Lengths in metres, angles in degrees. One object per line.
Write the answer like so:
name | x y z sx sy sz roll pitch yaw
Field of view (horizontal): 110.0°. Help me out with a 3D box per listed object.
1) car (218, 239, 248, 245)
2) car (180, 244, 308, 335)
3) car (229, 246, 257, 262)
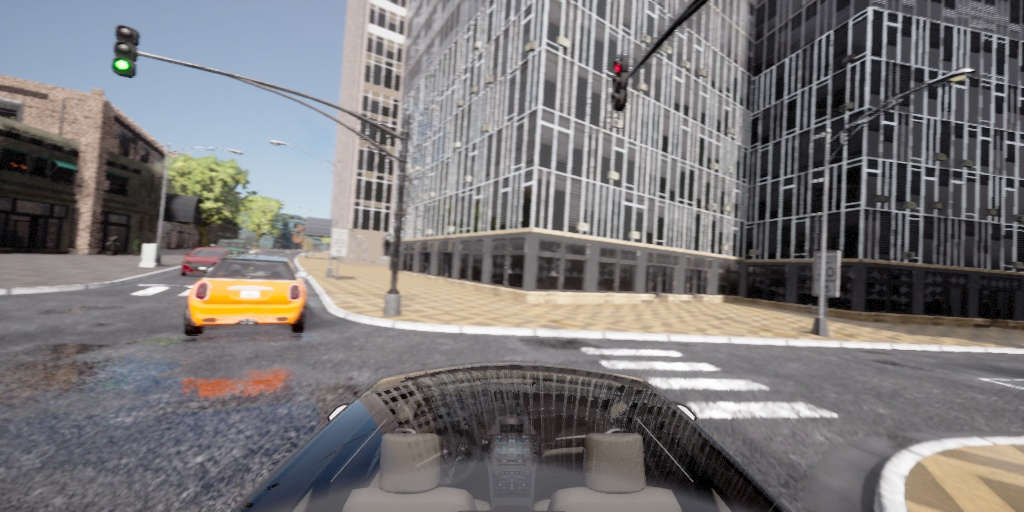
car | -22.088 -0.272 28.283 2.150 2.045 5.566 5 -1 -33
car | -6.475 0.748 9.184 2.097 1.767 4.553 5 -1 -31
car | -27.494 -0.244 36.800 1.812 1.442 4.674 5 -1 -32
